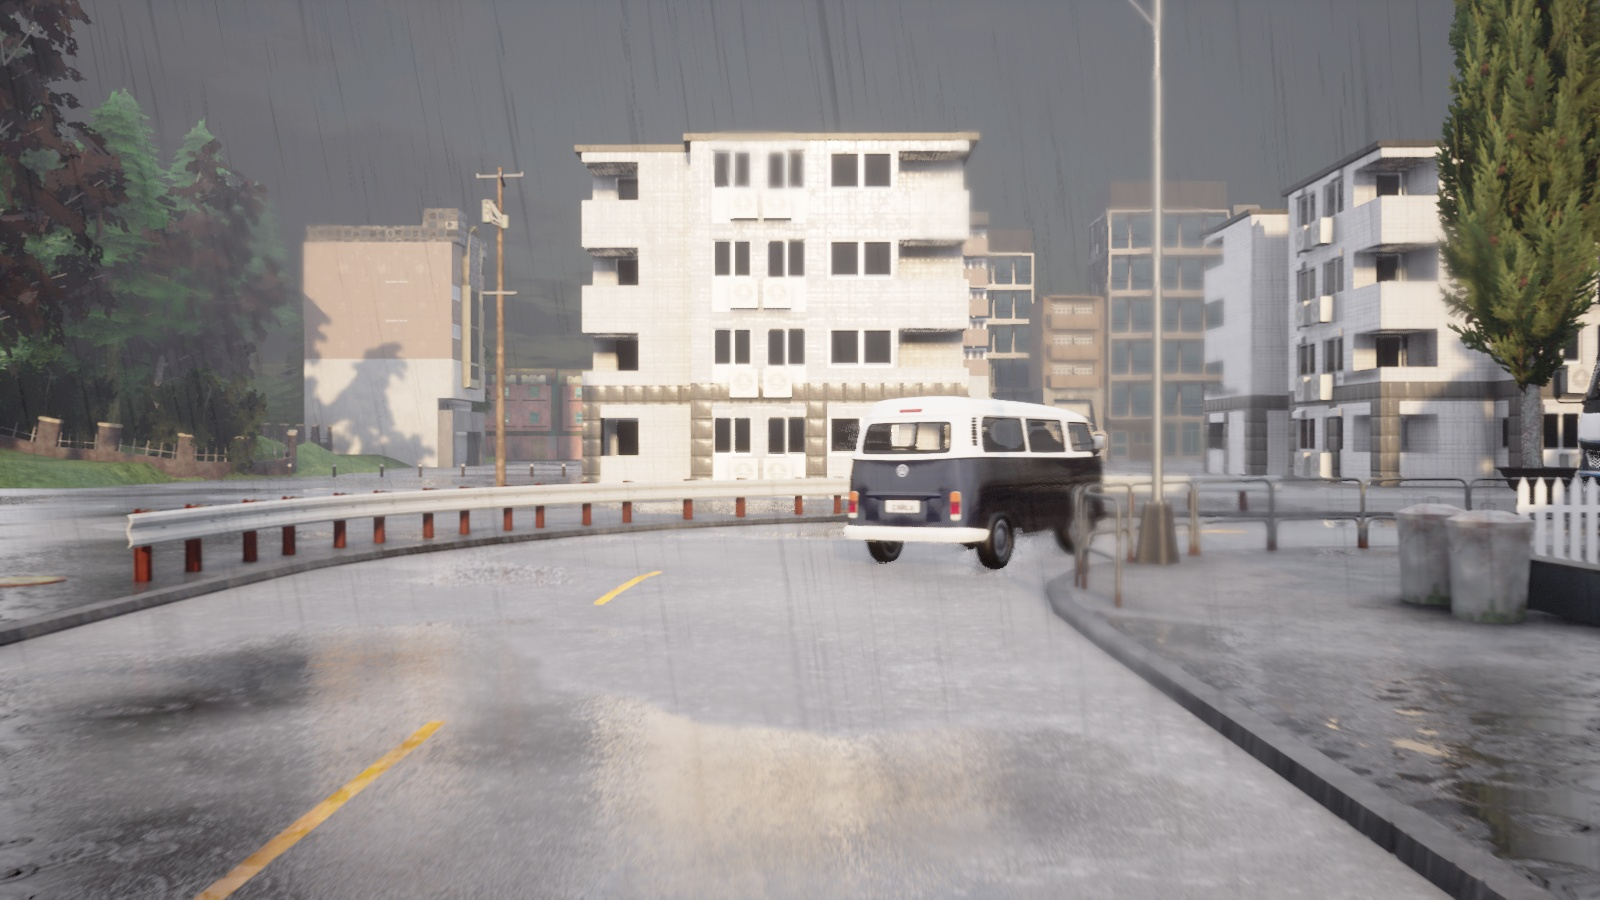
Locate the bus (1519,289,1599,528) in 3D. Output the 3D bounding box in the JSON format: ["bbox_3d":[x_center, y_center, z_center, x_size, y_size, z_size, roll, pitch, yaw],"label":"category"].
[{"bbox_3d":[19.367,-0.743,22.850,10.273,4.253,3.944,0,0,0],"label":"bus"}]

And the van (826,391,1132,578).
[{"bbox_3d":[2.452,0.382,16.130,2.069,2.038,4.480,-1,0,35],"label":"van"}]
